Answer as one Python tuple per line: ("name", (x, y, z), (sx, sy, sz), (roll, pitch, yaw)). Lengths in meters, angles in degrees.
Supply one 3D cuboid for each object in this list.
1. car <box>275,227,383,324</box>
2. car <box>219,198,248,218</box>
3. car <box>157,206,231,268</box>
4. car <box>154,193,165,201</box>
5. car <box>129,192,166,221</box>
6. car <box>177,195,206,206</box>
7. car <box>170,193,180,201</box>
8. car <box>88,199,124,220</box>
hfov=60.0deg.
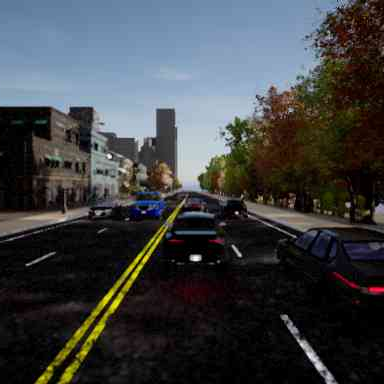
("car", (3.346, 1.488, 7.375), (2.033, 1.411, 5.357), (0, 0, 0))
("car", (3.356, 1.287, 27.241), (1.837, 1.490, 4.892), (0, 0, 0))
("car", (0.099, 1.417, 10.905), (1.837, 1.490, 4.892), (0, 1, 0))
("car", (-6.480, 0.972, 67.019), (1.812, 1.442, 4.674), (0, 1, 0))
("car", (-3.341, 1.014, 25.714), (2.150, 2.045, 5.566), (0, 1, 0))
("car", (0.107, 1.274, 27.117), (2.128, 1.511, 4.902), (0, 0, 0))
("car", (-3.231, 0.945, 67.019), (1.837, 1.490, 4.892), (0, 1, 0))
("car", (-6.590, 1.283, 25.812), (2.128, 1.511, 4.902), (0, 0, 0))
